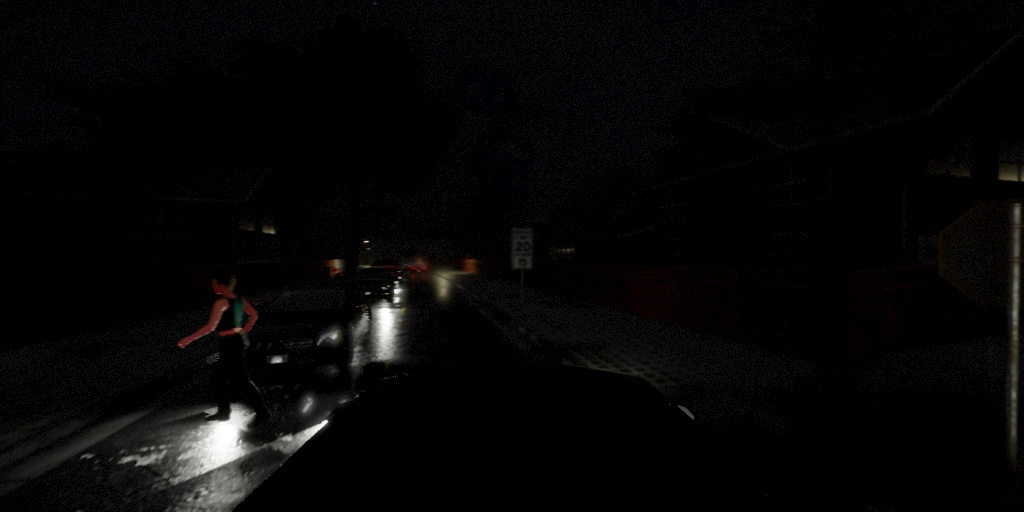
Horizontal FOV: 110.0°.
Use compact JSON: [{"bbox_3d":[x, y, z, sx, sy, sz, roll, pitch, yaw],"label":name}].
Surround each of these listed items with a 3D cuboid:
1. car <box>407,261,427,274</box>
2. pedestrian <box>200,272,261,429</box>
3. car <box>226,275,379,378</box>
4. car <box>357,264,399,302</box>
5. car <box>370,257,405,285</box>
[{"bbox_3d":[-11.540,1.480,43.974,1.895,1.301,4.718,0,0,-18],"label":"car"},{"bbox_3d":[-3.314,1.067,4.240,0.375,1.860,0.375,-1,1,-14],"label":"pedestrian"},{"bbox_3d":[-4.149,1.314,7.698,1.812,1.442,4.674,0,0,-15],"label":"car"},{"bbox_3d":[-6.662,1.330,17.350,1.837,1.490,4.892,0,0,-15],"label":"car"},{"bbox_3d":[-9.350,1.075,27.005,2.150,2.045,5.566,0,0,-16],"label":"car"}]
